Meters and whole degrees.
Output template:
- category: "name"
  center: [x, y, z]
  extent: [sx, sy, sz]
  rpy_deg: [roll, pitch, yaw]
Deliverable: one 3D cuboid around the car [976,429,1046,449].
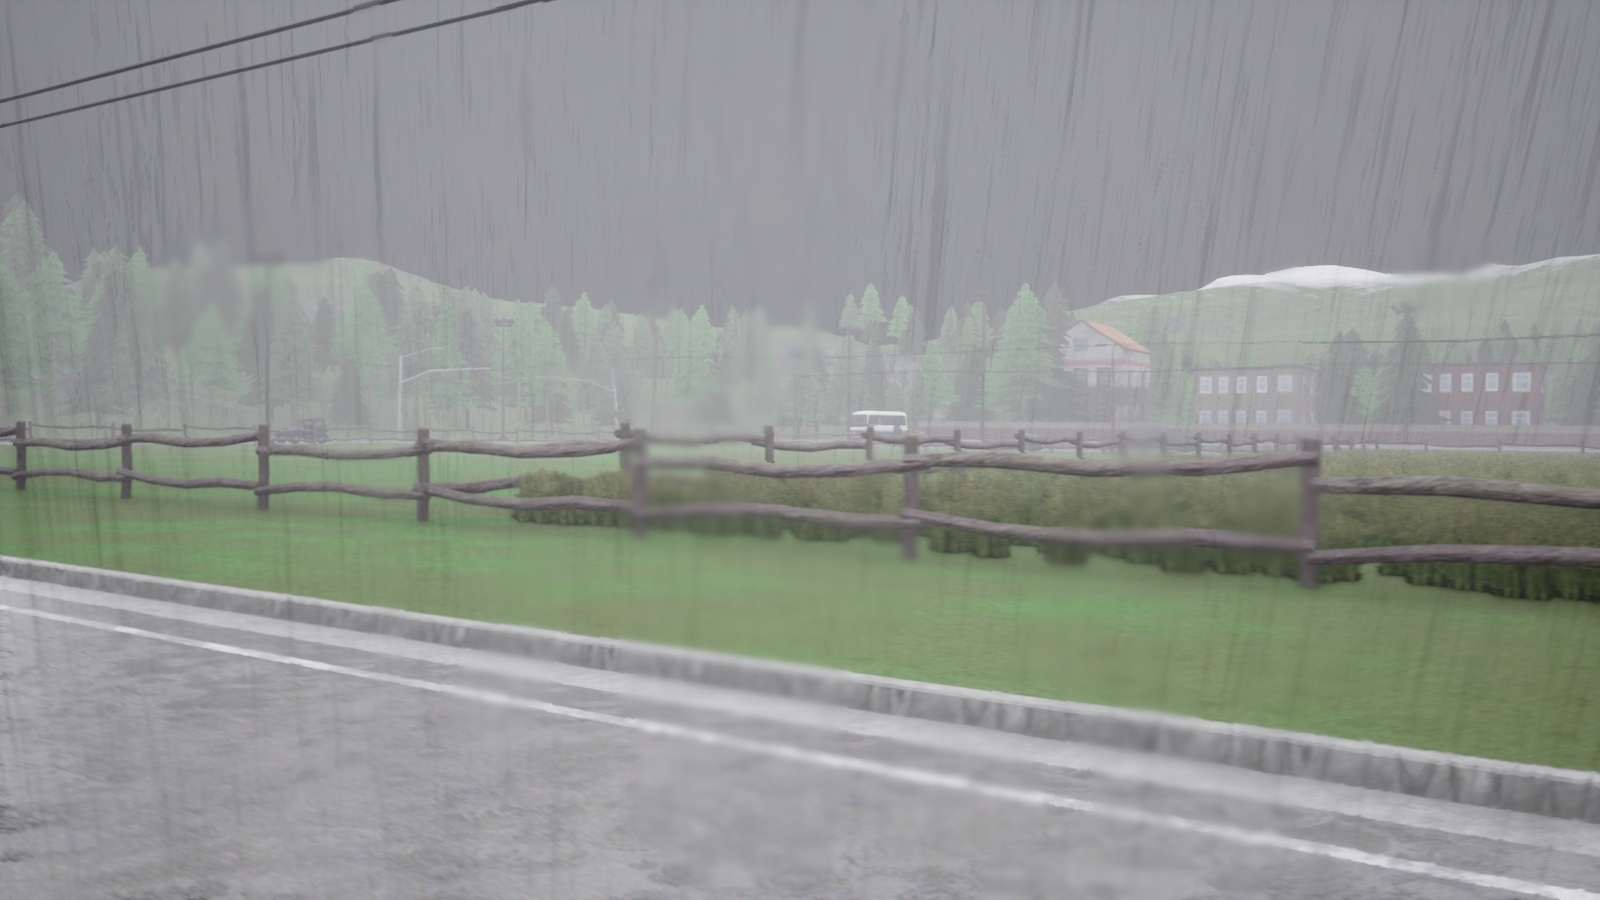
- category: "car"
  center: [16.187, -0.880, 96.465]
  extent: [4.792, 1.488, 2.163]
  rpy_deg: [0, 1, 34]
